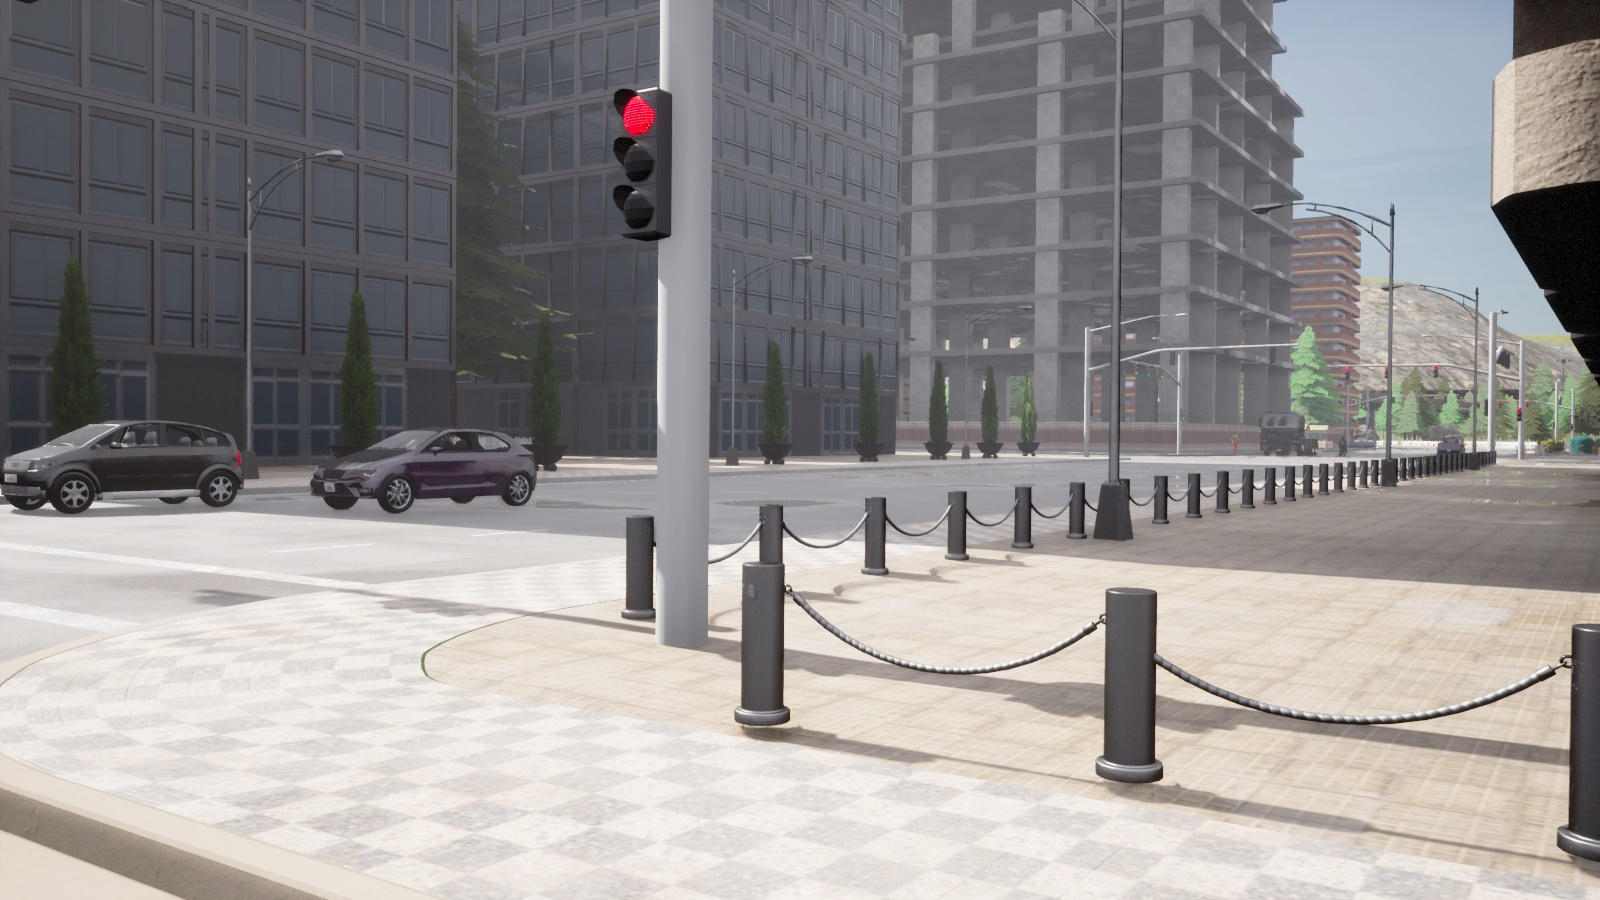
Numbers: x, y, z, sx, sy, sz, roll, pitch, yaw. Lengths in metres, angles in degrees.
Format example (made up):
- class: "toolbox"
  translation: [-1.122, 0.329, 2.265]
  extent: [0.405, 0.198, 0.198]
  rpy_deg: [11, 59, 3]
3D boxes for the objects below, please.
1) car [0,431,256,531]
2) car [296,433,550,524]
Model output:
- class: "car"
  translation: [-11.656, 0.465, 21.729]
  extent: [1.789, 1.549, 3.705]
  rpy_deg: [0, 1, 34]
- class: "car"
  translation: [-6.722, 0.441, 22.795]
  extent: [1.816, 1.474, 4.193]
  rpy_deg: [0, 1, 34]
